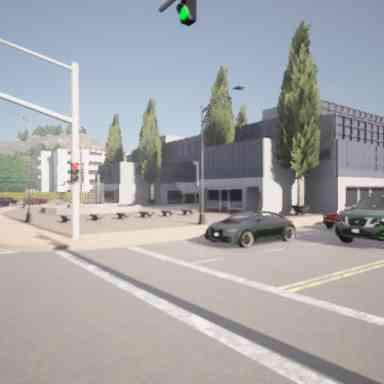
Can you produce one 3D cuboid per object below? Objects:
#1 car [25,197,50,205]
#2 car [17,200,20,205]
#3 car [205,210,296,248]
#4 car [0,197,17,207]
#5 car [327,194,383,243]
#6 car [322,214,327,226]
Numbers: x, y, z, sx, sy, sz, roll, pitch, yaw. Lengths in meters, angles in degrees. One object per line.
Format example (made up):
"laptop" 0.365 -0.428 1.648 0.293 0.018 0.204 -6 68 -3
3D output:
"car" -26.461 1.491 57.088 1.994 1.385 4.181 0 0 17
"car" -30.552 1.483 54.782 1.812 1.442 4.674 0 0 10
"car" 2.598 1.497 14.440 4.181 1.385 1.994 0 0 -35
"car" -27.390 1.474 47.097 1.837 1.490 4.892 0 0 -1
"car" 8.558 1.123 14.388 5.566 2.045 2.150 0 0 -35
"car" 9.739 1.477 19.517 4.718 1.301 1.895 0 0 -35
